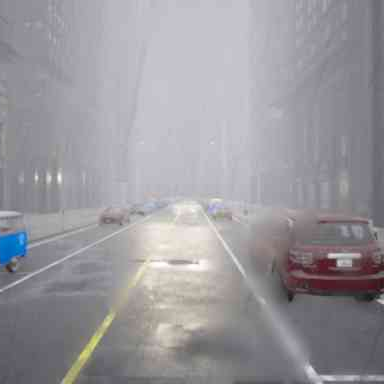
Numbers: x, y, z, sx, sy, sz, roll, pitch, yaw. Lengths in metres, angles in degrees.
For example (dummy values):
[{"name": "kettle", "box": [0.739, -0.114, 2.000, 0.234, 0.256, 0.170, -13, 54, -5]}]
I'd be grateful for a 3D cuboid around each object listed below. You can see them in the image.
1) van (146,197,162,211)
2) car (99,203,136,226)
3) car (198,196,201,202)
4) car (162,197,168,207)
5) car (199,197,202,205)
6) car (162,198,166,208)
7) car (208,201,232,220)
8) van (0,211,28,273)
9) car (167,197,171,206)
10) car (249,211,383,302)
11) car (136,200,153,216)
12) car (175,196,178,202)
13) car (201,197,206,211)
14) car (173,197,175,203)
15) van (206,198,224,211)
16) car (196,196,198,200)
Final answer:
[{"name": "van", "box": [-5.773, 1.791, 47.837, 1.690, 1.788, 3.998, 0, -1, 0]}, {"name": "car", "box": [-5.769, 1.778, 25.289, 1.887, 1.381, 4.507, 0, -1, 0]}, {"name": "car", "box": [2.748, 2.107, 70.393, 1.967, 1.590, 4.097, 0, -1, 0]}, {"name": "car", "box": [-5.775, 2.124, 59.108, 1.947, 1.339, 4.313, 0, -1, 0]}, {"name": "car", "box": [2.750, 2.109, 59.120, 2.008, 1.369, 4.403, 0, -1, 0]}, {"name": "car", "box": [-5.774, 2.070, 53.471, 1.947, 1.339, 4.313, 0, -1, 0]}, {"name": "car", "box": [2.755, 1.814, 31.110, 1.752, 1.417, 4.829, 0, -1, 0]}, {"name": "van", "box": [-5.766, 1.418, 8.381, 1.690, 1.788, 3.998, 0, -1, 0]}, {"name": "car", "box": [-5.776, 1.928, 64.746, 2.192, 1.841, 5.009, 0, -1, 0]}, {"name": "car", "box": [2.759, 1.392, 8.398, 2.192, 1.841, 5.009, 0, -1, 0]}, {"name": "car", "box": [-5.771, 1.907, 36.562, 1.947, 1.339, 4.313, 0, -1, 0]}, {"name": "car", "box": [-5.781, 2.326, 92.928, 1.967, 1.590, 4.097, 0, -1, 0]}, {"name": "car", "box": [2.752, 1.890, 47.849, 1.967, 1.590, 4.097, 0, -1, 0]}, {"name": "car", "box": [-5.779, 2.216, 81.655, 1.967, 1.590, 4.097, 0, -1, 0]}, {"name": "van", "box": [2.753, 1.682, 36.578, 1.690, 1.788, 3.998, 0, -1, 0]}, {"name": "car", "box": [2.746, 2.091, 81.667, 2.192, 1.841, 5.009, 0, -1, 0]}]
